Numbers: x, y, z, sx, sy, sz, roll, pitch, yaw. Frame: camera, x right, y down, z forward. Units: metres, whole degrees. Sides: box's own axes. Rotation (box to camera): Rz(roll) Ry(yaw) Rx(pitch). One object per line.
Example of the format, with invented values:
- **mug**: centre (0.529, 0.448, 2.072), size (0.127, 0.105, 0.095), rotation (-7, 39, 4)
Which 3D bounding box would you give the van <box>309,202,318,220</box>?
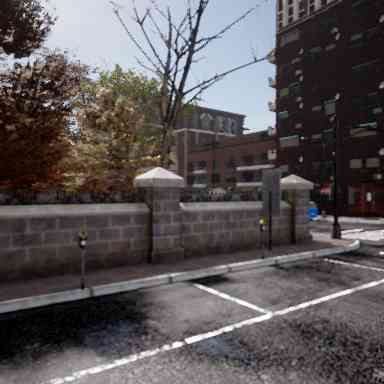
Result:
- **van**: centre (10.143, 1.831, 32.335), size (1.690, 1.788, 3.998), rotation (-1, 0, -36)
